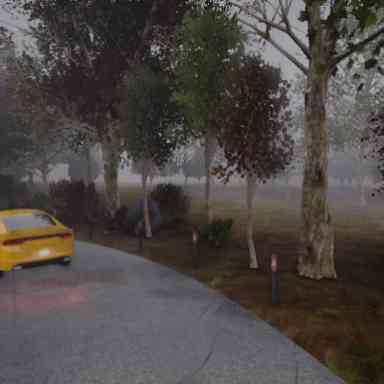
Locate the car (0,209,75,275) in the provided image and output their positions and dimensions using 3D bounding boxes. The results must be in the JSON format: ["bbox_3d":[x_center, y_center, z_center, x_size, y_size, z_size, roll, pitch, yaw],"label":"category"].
[{"bbox_3d":[-5.224,1.257,9.964,1.882,1.535,5.008,-3,4,-41],"label":"car"}]
